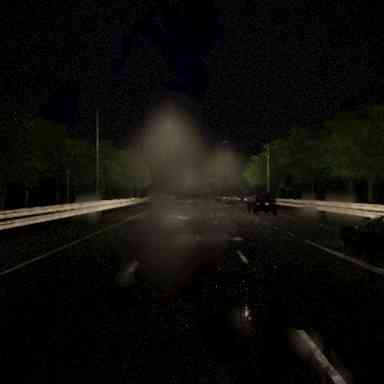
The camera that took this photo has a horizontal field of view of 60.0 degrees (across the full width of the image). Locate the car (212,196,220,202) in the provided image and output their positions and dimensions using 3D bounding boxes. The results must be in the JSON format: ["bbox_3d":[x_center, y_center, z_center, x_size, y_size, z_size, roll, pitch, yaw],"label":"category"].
[{"bbox_3d":[7.312,2.027,91.177,2.033,1.411,5.357,0,-1,0],"label":"car"}]

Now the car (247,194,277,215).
[{"bbox_3d":[7.023,1.237,33.727,2.150,2.045,5.566,0,0,0],"label":"car"}]

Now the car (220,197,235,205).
[{"bbox_3d":[7.131,1.711,64.034,2.033,1.411,5.357,0,-1,0],"label":"car"}]

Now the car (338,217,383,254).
[{"bbox_3d":[7.178,1.556,11.583,2.033,1.411,5.357,0,0,-2],"label":"car"}]
